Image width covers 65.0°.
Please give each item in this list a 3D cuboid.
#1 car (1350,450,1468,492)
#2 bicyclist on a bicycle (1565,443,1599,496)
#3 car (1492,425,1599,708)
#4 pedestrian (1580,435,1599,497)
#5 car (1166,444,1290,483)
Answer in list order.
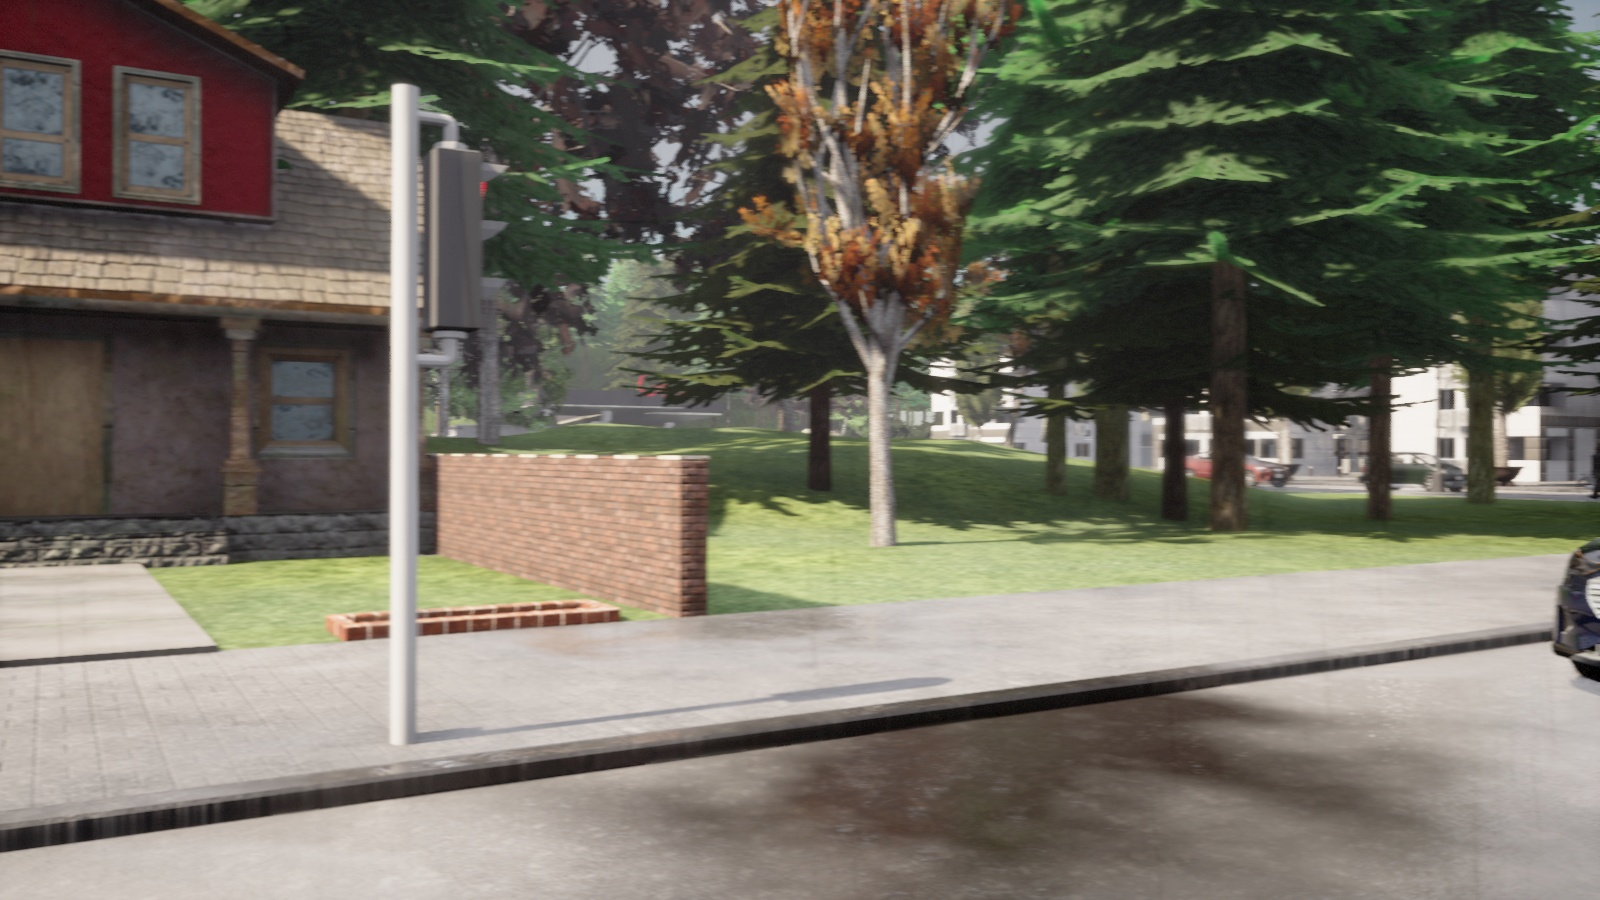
[{"bbox_3d":[23.437,0.768,48.414,1.789,1.549,3.705,0,0,-31],"label":"car"},{"bbox_3d":[27.034,0.644,42.478,0.659,1.776,1.843,0,0,-31],"label":"bicyclist on a bicycle"},{"bbox_3d":[6.928,0.677,8.264,4.856,1.649,2.033,0,0,-32],"label":"car"},{"bbox_3d":[23.688,0.480,37.351,0.370,1.835,0.726,0,0,-30],"label":"pedestrian"},{"bbox_3d":[18.970,0.589,55.846,2.152,1.651,5.027,0,0,-31],"label":"car"}]
